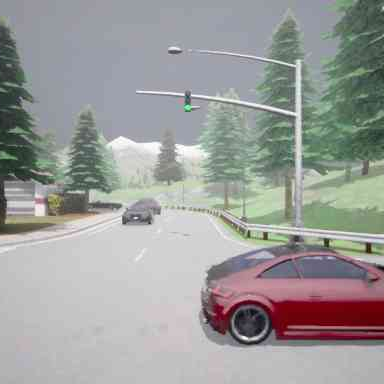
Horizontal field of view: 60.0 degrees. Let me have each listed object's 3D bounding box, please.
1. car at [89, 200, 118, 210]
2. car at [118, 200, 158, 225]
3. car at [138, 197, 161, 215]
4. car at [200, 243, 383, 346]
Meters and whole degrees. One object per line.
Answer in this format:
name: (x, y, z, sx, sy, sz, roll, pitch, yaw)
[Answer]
car: (-11.147, 1.608, 41.838, 4.718, 1.301, 1.895, 0, 0, 14)
car: (-3.840, 1.564, 24.267, 1.994, 1.385, 4.181, 0, 0, -2)
car: (-4.618, 1.352, 34.062, 2.097, 1.767, 4.553, 0, 0, -19)
car: (2.234, 1.629, 5.791, 4.181, 1.385, 1.994, 1, 0, -1)
